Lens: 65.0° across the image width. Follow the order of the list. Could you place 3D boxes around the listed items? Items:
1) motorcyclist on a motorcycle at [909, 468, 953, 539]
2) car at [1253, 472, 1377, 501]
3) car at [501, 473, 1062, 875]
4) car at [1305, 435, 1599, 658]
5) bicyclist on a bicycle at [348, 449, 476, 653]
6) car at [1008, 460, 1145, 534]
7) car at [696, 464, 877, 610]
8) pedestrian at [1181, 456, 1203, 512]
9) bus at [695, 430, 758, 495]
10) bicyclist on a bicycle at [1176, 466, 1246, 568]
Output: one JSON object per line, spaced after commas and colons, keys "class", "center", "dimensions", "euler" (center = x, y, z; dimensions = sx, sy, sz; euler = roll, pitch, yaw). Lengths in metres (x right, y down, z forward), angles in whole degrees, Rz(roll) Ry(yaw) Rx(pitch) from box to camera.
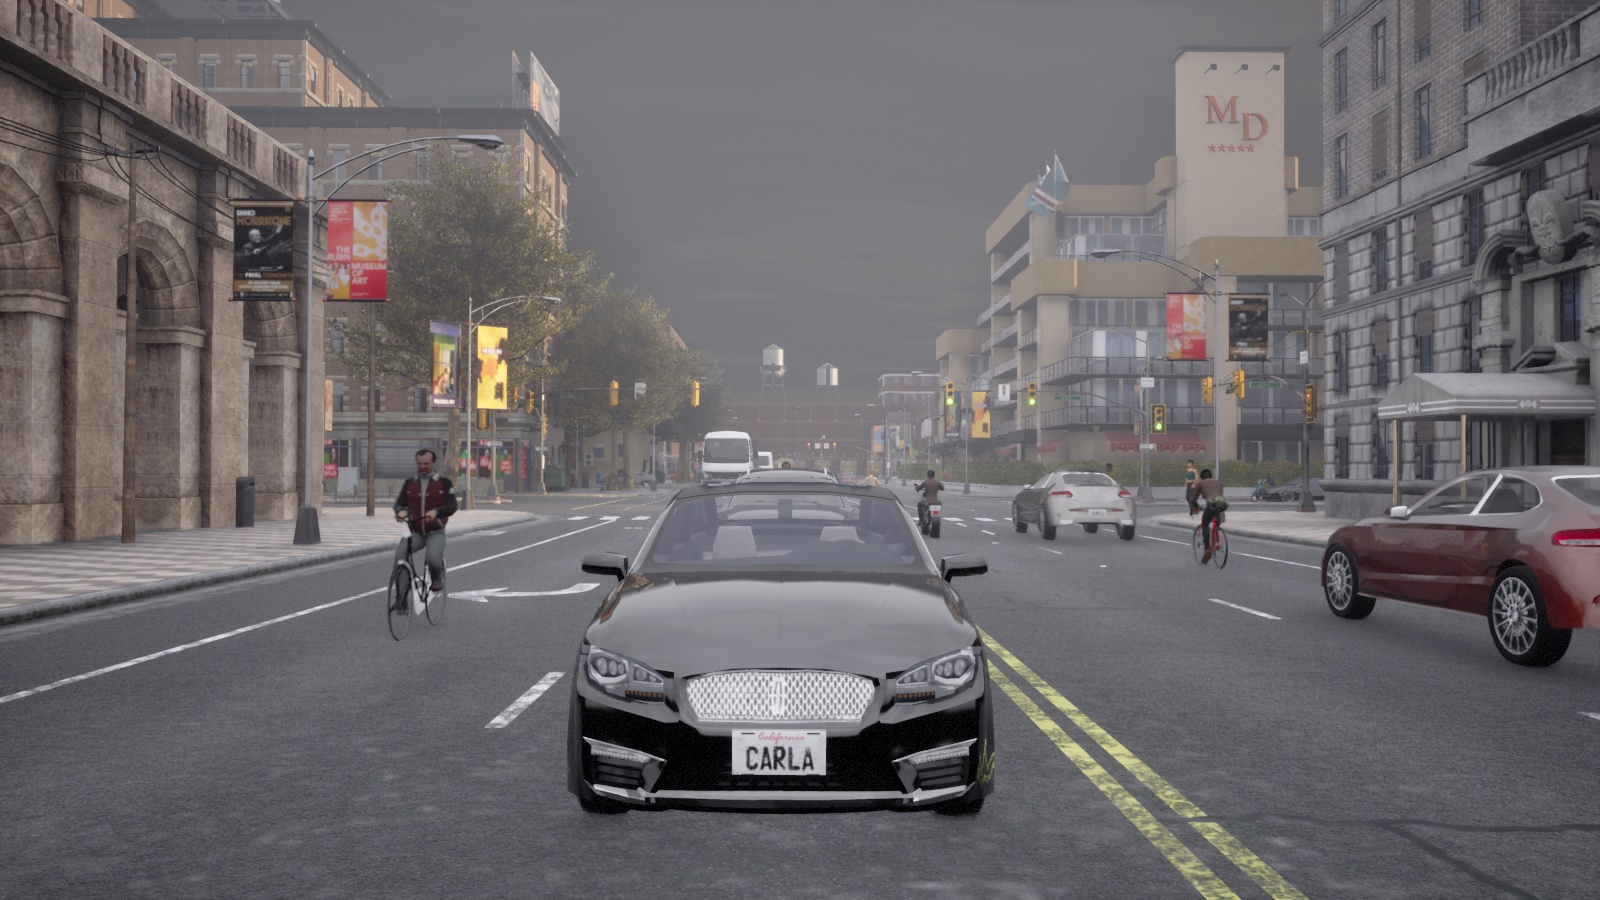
{"class": "motorcyclist on a motorcycle", "center": [3.140, 1.261, 30.337], "dimensions": [0.766, 1.649, 2.350], "euler": [0, -1, -1]}
{"class": "car", "center": [25.783, 1.814, 63.007], "dimensions": [5.357, 1.411, 2.033], "euler": [0, -1, -1]}
{"class": "car", "center": [-0.075, 0.892, 7.228], "dimensions": [2.128, 1.511, 4.902], "euler": [0, -1, 0]}
{"class": "car", "center": [6.874, 0.763, 11.824], "dimensions": [2.152, 1.651, 5.027], "euler": [0, -1, 0]}
{"class": "bicyclist on a bicycle", "center": [-3.627, 0.899, 11.894], "dimensions": [0.659, 1.776, 1.843], "euler": [0, -1, 0]}
{"class": "car", "center": [6.632, 1.082, 30.737], "dimensions": [2.152, 1.651, 5.027], "euler": [0, -1, -1]}
{"class": "car", "center": [-0.165, 1.024, 16.622], "dimensions": [2.033, 1.649, 4.856], "euler": [0, -1, 0]}
{"class": "pedestrian", "center": [12.930, 1.114, 41.456], "dimensions": [0.594, 1.836, 0.345], "euler": [0, -1, -20]}
{"class": "bus", "center": [-4.931, 0.914, 86.961], "dimensions": [3.944, 4.253, 10.273], "euler": [0, -1, -1]}
{"class": "bicyclist on a bicycle", "center": [6.798, 1.089, 20.836], "dimensions": [0.582, 1.620, 1.656], "euler": [0, -1, -1]}
